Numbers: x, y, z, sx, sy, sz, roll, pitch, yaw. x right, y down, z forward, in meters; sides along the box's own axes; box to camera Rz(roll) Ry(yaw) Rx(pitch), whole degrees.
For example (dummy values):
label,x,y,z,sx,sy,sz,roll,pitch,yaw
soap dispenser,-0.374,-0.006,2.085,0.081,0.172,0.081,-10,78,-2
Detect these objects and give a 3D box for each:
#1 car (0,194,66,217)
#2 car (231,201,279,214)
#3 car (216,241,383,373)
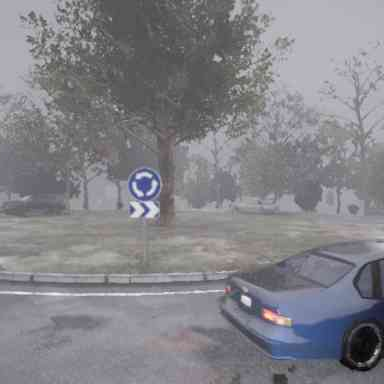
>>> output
label,x,y,z,sx,sy,sz,roll,pitch,yaw
car,-14.675,1.194,31.068,2.150,2.045,5.566,-1,0,40
car,6.431,1.563,34.446,4.718,1.301,1.895,0,0,36
car,3.116,1.540,5.374,5.357,1.411,2.033,0,0,-19
